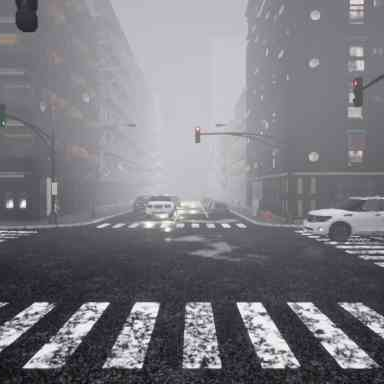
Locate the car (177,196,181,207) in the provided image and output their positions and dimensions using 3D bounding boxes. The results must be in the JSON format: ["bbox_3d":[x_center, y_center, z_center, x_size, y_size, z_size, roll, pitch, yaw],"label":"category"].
[{"bbox_3d":[-2.785,1.478,40.332,2.128,1.511,4.902,0,0,0],"label":"car"}]

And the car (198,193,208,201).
[{"bbox_3d":[2.679,1.280,81.235,2.192,1.841,5.009,-1,0,0],"label":"car"}]

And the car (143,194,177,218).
[{"bbox_3d":[-2.808,1.212,30.382,2.150,2.045,5.566,0,0,0],"label":"car"}]

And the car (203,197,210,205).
[{"bbox_3d":[2.612,1.539,36.921,2.008,1.369,4.403,-1,0,0],"label":"car"}]

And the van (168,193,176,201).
[{"bbox_3d":[-5.192,1.302,86.828,1.690,1.788,3.998,-1,0,0],"label":"van"}]

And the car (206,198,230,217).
[{"bbox_3d":[2.604,1.572,31.382,1.802,1.307,4.206,-1,0,0],"label":"car"}]

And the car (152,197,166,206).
[{"bbox_3d":[-5.241,1.563,53.605,1.802,1.307,4.206,-1,0,0],"label":"car"}]

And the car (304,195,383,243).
[{"bbox_3d":[8.145,1.190,15.419,5.566,2.045,2.150,0,0,0],"label":"car"}]

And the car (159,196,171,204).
[{"bbox_3d":[-5.224,1.557,64.679,1.802,1.307,4.206,-1,0,0],"label":"car"}]

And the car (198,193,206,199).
[{"bbox_3d":[2.674,1.551,75.696,1.802,1.307,4.206,-1,0,0],"label":"car"}]

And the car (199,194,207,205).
[{"bbox_3d":[2.647,1.523,59.078,1.887,1.381,4.507,-1,0,0],"label":"car"}]

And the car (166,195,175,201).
[{"bbox_3d":[-5.199,1.491,81.120,1.752,1.417,4.829,-1,0,0],"label":"car"}]

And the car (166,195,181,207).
[{"bbox_3d":[-2.760,1.334,50.395,2.097,1.767,4.553,0,0,0],"label":"car"}]

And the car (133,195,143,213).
[{"bbox_3d":[-5.271,1.303,36.993,2.192,1.841,5.009,-1,0,0],"label":"car"}]

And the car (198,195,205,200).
[{"bbox_3d":[2.700,1.539,92.313,1.802,1.307,4.206,-1,0,0],"label":"car"}]
